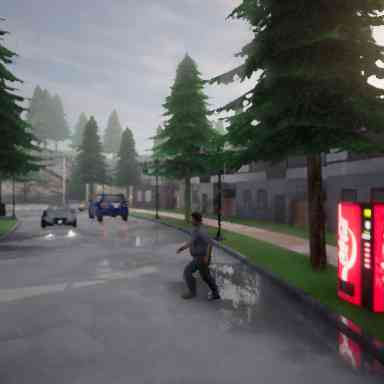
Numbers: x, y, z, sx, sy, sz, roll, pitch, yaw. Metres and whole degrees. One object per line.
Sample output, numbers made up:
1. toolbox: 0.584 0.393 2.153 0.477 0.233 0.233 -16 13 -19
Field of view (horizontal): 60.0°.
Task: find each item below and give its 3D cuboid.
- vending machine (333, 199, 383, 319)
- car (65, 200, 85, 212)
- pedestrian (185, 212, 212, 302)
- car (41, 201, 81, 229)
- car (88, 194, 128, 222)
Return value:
1. vending machine: 3.461 1.188 6.374 1.100 2.100 0.880 0 0 -7
2. car: -13.632 1.558 37.135 1.895 1.301 4.718 0 0 -37
3. pedestrian: 0.124 1.286 6.687 0.375 1.860 0.375 0 0 -7
4. car: -8.501 1.540 21.270 1.994 1.385 4.181 0 0 -24
5. car: -6.631 1.181 26.064 2.150 2.045 5.566 0 -1 -27
